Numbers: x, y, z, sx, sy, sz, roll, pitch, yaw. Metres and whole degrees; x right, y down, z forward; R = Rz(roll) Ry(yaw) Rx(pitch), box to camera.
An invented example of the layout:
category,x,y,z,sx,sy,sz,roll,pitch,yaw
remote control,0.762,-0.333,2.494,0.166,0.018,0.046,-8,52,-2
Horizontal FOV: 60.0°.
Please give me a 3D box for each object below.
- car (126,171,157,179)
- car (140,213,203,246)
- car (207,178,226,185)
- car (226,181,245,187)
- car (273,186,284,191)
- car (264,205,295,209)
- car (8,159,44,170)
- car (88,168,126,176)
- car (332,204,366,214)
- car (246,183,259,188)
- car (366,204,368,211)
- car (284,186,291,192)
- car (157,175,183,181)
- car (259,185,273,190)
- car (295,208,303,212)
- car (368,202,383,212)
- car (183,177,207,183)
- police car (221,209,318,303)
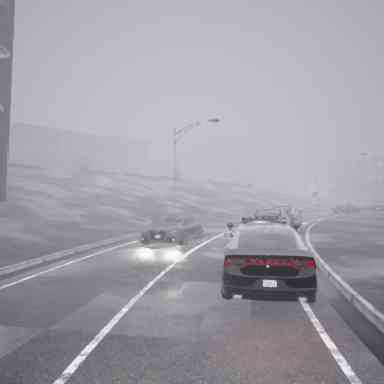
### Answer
category,x,y,z,sx,sy,sz,roll,pitch,yaw
car,-8.690,-2.482,52.898,4.892,1.521,2.231,3,-5,-39
car,-0.872,1.724,16.015,1.994,1.385,4.181,-1,-1,17
car,3.775,-1.819,63.869,4.553,1.767,2.185,4,-6,-42
car,7.897,-1.377,67.825,4.792,1.488,2.163,4,-6,-44
car,19.341,-0.644,79.793,2.185,1.767,4.553,-4,-6,42
car,4.228,1.613,17.642,1.837,1.490,4.892,-1,-1,19
car,-21.476,-3.264,42.559,4.553,1.767,2.185,3,-5,-39
car,-12.974,-2.710,49.425,4.892,1.521,2.231,3,-5,-39
car,19.697,2.148,42.054,4.718,1.301,1.895,1,-4,-40
car,11.795,-1.085,71.722,2.002,1.452,4.674,-4,-6,45
car,29.307,2.575,54.320,5.357,1.411,2.033,2,-4,-38
car,23.049,-0.422,83.999,2.435,2.045,5.566,-4,-6,41
car,-4.451,-2.189,56.466,4.674,1.452,2.002,3,-5,-40
car,15.540,-0.839,75.635,2.231,1.521,4.892,-4,-6,44
car,6.400,1.680,22.943,1.837,1.490,4.892,-2,-1,25
car,28.555,2.274,49.319,4.674,1.442,1.812,1,-4,-38
car,-0.290,-1.964,60.129,5.008,1.535,2.097,4,-5,-41
police car,1.839,1.452,8.516,1.930,1.638,5.238,-1,0,10
